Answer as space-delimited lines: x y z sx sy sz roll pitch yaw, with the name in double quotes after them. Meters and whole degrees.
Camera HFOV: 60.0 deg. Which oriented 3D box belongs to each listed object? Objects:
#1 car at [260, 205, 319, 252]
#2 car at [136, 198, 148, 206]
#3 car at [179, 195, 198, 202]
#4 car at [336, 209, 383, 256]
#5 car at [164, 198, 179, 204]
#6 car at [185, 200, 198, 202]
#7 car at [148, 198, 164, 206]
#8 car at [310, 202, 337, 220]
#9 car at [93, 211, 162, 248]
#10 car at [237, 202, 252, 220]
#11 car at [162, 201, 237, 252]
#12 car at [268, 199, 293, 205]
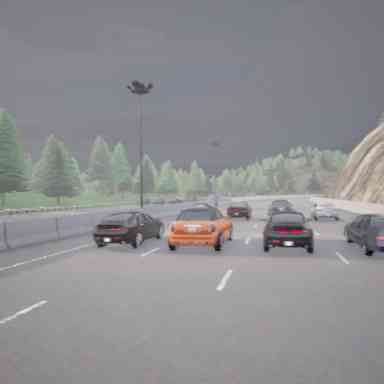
3.981 1.548 14.037 1.837 1.490 4.892 -1 0 14 "car"
-10.472 2.156 71.911 1.837 1.490 4.892 -1 0 14 "car"
-0.295 1.714 69.349 2.150 2.045 5.566 -1 0 14 "car"
7.299 1.531 12.884 2.033 1.411 5.357 -1 0 14 "car"
-3.680 2.022 70.222 1.882 1.535 5.008 -1 0 14 "car"
0.828 1.727 30.346 1.812 1.442 4.674 -1 0 14 "car"
-7.076 2.101 71.066 1.837 1.490 4.892 -1 0 14 "car"
11.019 1.559 27.823 1.812 1.442 4.674 -1 0 14 "car"
-2.813 1.660 15.717 1.837 1.490 4.892 -1 0 14 "car"
4.247 1.624 29.593 1.882 1.535 5.008 -1 0 14 "car"
0.528 1.446 14.665 2.097 1.767 4.553 -1 -1 14 "car"
7.547 1.439 28.380 2.097 1.767 4.553 -1 -1 14 "car"
